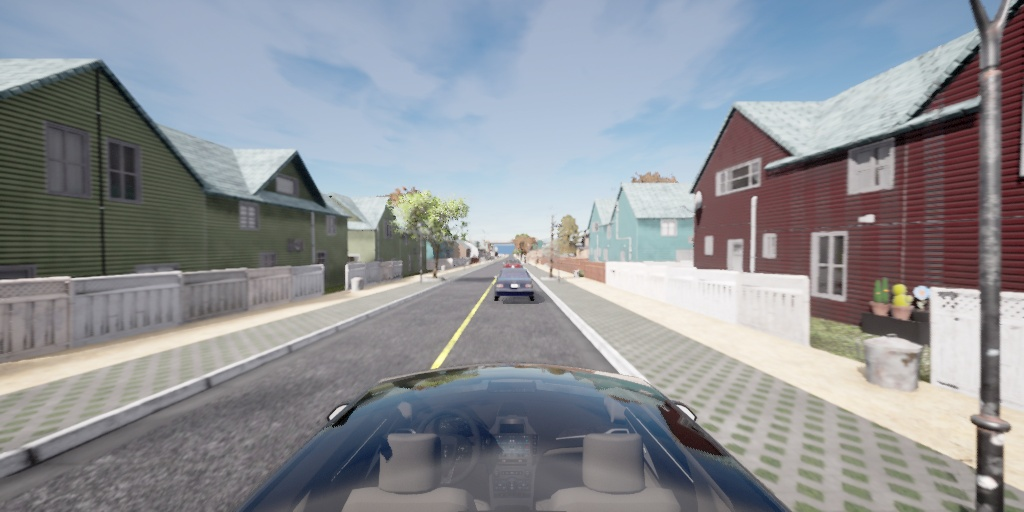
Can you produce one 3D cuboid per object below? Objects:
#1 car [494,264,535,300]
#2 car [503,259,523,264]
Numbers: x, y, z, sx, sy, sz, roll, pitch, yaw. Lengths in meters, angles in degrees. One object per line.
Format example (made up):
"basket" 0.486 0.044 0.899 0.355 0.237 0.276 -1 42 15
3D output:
"car" 0.101 1.280 17.468 2.033 1.411 5.357 0 0 0
"car" 0.101 1.064 37.043 2.097 1.767 4.553 0 0 0
